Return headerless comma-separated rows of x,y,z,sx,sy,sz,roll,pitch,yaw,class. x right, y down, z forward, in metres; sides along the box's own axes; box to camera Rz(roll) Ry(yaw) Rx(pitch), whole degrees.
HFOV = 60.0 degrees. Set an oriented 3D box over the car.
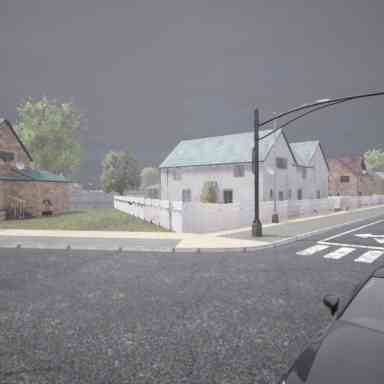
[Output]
2.548,1.524,3.442,1.812,1.442,4.674,0,0,42,car
